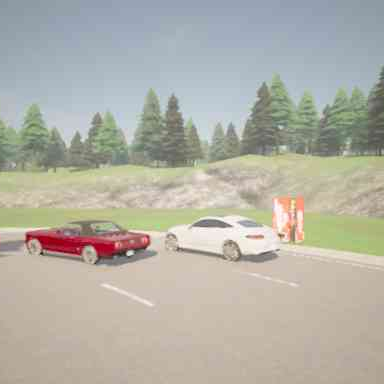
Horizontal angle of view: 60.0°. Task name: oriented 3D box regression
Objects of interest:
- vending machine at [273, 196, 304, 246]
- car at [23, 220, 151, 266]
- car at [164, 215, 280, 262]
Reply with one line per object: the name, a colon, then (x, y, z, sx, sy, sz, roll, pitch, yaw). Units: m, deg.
vending machine: (4.321, 1.245, 14.870, 0.880, 2.100, 1.100, 0, 0, 44)
car: (-3.852, 1.656, 11.796, 4.718, 1.301, 1.895, 0, 0, 32)
car: (0.963, 1.573, 12.325, 4.674, 1.442, 1.812, 0, -1, 44)
